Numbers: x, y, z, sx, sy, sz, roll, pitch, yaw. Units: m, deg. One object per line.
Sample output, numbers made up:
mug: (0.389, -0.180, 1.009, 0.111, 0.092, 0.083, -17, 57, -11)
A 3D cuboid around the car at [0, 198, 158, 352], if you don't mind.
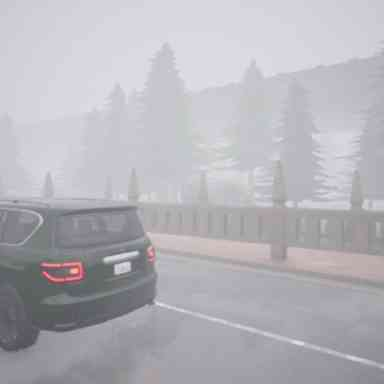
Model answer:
car: (-3.160, 1.127, 6.260, 5.566, 2.045, 2.150, 1, 1, 36)
